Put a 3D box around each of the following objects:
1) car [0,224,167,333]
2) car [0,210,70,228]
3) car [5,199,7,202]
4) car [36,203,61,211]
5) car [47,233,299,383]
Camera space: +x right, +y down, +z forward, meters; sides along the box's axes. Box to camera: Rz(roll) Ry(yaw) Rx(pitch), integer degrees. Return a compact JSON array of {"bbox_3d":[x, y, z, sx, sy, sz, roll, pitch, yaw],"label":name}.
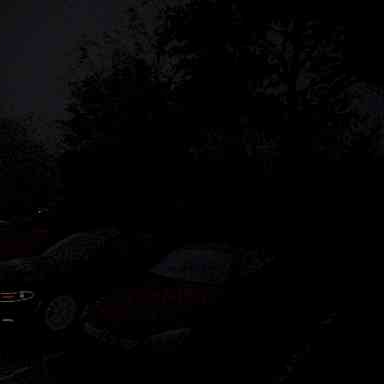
[{"bbox_3d":[-1.904,1.517,7.183,2.097,1.535,5.008,-1,0,36],"label":"car"},{"bbox_3d":[-6.441,1.567,10.412,2.097,1.535,5.008,-1,0,36],"label":"car"},{"bbox_3d":[-33.817,1.523,59.899,2.150,2.045,5.566,-4,-2,35],"label":"car"},{"bbox_3d":[-11.470,1.594,29.124,1.994,1.385,4.181,-4,-1,35],"label":"car"},{"bbox_3d":[0.363,1.538,5.561,2.002,1.452,4.674,0,0,36],"label":"car"}]
